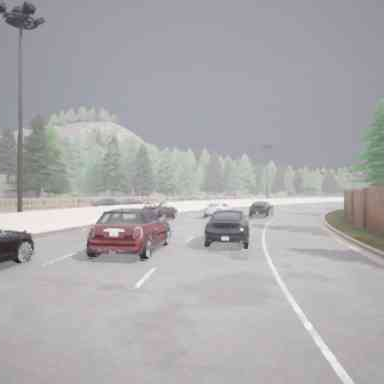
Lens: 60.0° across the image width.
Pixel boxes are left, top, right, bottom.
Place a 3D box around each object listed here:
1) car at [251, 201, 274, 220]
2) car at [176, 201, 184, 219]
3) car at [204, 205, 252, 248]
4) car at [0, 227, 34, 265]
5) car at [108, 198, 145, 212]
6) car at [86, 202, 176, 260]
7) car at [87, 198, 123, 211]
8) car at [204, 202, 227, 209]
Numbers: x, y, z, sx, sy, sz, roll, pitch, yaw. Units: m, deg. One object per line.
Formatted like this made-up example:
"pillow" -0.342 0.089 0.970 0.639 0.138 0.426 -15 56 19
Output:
"car" 6.849 1.647 32.538 1.837 1.490 4.892 0 0 22
"car" -2.628 1.572 26.764 2.128 1.511 4.902 0 0 17
"car" 1.715 1.565 15.288 1.837 1.490 4.892 0 0 10
"car" -6.247 1.495 8.995 2.128 1.511 4.902 0 0 6
"car" -8.194 1.600 42.253 2.128 1.511 4.902 0 0 25
"car" -2.213 1.386 12.810 2.097 1.767 4.553 0 0 8
"car" -11.352 1.606 43.735 1.837 1.490 4.892 0 -1 25
"car" 2.436 1.643 30.888 1.812 1.442 4.674 0 0 20
